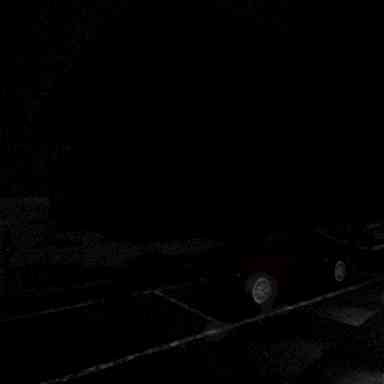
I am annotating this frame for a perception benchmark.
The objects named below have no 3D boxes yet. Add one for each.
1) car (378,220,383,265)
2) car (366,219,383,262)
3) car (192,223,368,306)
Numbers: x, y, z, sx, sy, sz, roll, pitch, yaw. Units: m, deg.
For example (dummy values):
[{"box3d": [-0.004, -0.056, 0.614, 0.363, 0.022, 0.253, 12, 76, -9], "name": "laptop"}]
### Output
[{"box3d": [7.072, 1.492, 8.432, 4.902, 1.511, 2.128, 0, 0, -36], "name": "car"}, {"box3d": [6.563, 1.582, 11.223, 4.206, 1.307, 1.802, 0, 0, -36], "name": "car"}, {"box3d": [2.067, 1.545, 8.011, 4.507, 1.381, 1.887, 0, 0, -36], "name": "car"}]
